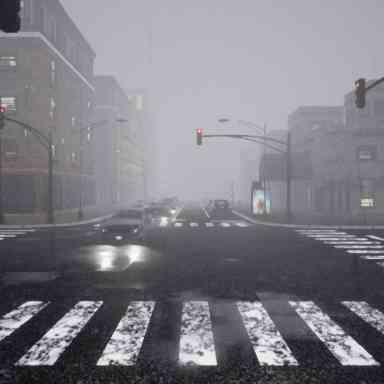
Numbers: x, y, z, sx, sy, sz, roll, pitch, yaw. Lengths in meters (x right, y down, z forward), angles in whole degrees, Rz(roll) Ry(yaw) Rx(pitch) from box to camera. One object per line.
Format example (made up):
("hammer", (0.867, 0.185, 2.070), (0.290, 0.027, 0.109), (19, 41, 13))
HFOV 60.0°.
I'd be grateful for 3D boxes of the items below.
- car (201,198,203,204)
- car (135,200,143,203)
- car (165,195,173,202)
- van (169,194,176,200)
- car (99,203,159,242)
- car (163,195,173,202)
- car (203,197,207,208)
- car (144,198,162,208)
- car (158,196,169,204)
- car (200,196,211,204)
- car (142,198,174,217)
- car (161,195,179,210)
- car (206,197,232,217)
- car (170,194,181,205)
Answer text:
("car", (2.717, 1.571, 48.906), (2.008, 1.369, 4.403), (0, 0, 0))
("car", (-5.671, 1.561, 37.506), (2.008, 1.369, 4.403), (0, 0, 0))
("car", (-5.640, 1.592, 82.908), (1.752, 1.417, 4.829), (-1, 0, 0))
("van", (-5.634, 1.430, 94.472), (1.690, 1.788, 3.998), (-1, 0, 0))
("car", (-3.084, 1.523, 16.693), (2.033, 1.411, 5.357), (0, 0, 0))
("car", (-5.646, 1.497, 77.382), (1.967, 1.590, 4.097), (0, 0, 0))
("car", (2.714, 1.597, 43.209), (1.802, 1.307, 4.206), (0, 0, 0))
("car", (-5.663, 1.571, 48.899), (2.008, 1.369, 4.403), (0, 0, 0))
("car", (-5.652, 1.565, 65.819), (1.752, 1.417, 4.829), (0, 0, 0))
("car", (2.729, 1.591, 65.996), (2.008, 1.369, 4.403), (-1, 0, 0))
("car", (-3.080, 1.569, 30.934), (1.994, 1.385, 4.181), (0, 0, 0))
("car", (-3.065, 1.518, 43.469), (1.837, 1.490, 4.892), (0, 0, 0))
("car", (2.705, 1.446, 31.815), (1.967, 1.590, 4.097), (0, 0, 0))
("car", (-3.028, 1.534, 57.079), (1.837, 1.490, 4.892), (0, 0, 0))
